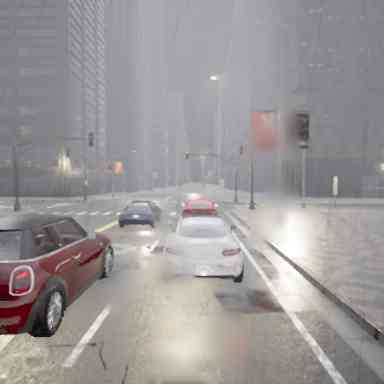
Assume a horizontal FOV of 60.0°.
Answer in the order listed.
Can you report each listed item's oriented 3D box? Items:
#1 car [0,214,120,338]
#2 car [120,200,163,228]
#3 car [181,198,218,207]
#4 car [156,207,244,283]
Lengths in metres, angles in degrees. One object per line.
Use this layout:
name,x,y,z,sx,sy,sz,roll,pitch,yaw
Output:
car,-3.041,1.213,6.525,2.097,1.767,4.553,0,1,1
car,-2.816,1.165,18.878,1.994,1.385,4.181,0,1,1
car,0.427,1.090,18.358,1.882,1.535,5.008,0,1,1
car,0.266,1.337,8.957,1.812,1.442,4.674,0,1,1
